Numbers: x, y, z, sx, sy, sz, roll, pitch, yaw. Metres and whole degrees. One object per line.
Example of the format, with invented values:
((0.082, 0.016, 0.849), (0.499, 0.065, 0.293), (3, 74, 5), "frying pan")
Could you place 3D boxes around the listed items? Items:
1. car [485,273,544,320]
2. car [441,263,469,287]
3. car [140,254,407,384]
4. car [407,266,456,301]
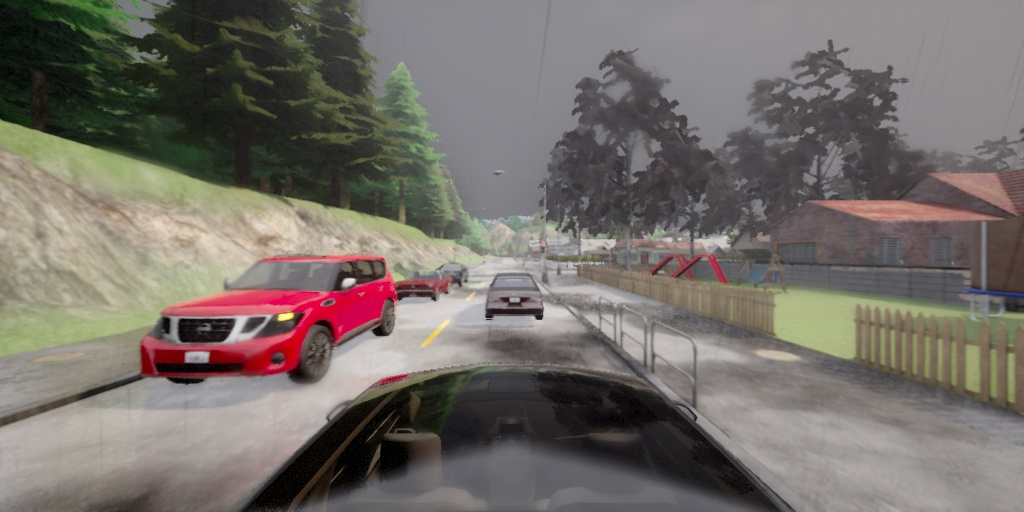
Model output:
((0.060, 1.286, 12.628), (2.033, 1.411, 5.357), (0, 0, 0), "car")
((-4.106, 1.216, 24.617), (1.882, 1.535, 5.008), (0, 0, 0), "car")
((-4.123, 0.972, 7.447), (2.150, 2.045, 5.566), (0, 0, 0), "car")
((-4.159, 1.341, 17.255), (1.895, 1.301, 4.718), (0, 0, 0), "car")
